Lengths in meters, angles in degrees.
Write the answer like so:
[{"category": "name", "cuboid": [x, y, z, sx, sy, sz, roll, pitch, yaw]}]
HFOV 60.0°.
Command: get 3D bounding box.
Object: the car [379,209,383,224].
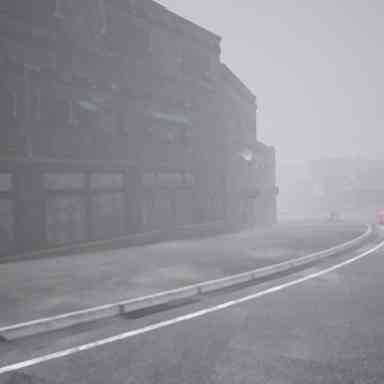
[{"category": "car", "cuboid": [17.562, 1.965, 28.529, 2.097, 1.767, 4.553, -2, -3, 21]}]
